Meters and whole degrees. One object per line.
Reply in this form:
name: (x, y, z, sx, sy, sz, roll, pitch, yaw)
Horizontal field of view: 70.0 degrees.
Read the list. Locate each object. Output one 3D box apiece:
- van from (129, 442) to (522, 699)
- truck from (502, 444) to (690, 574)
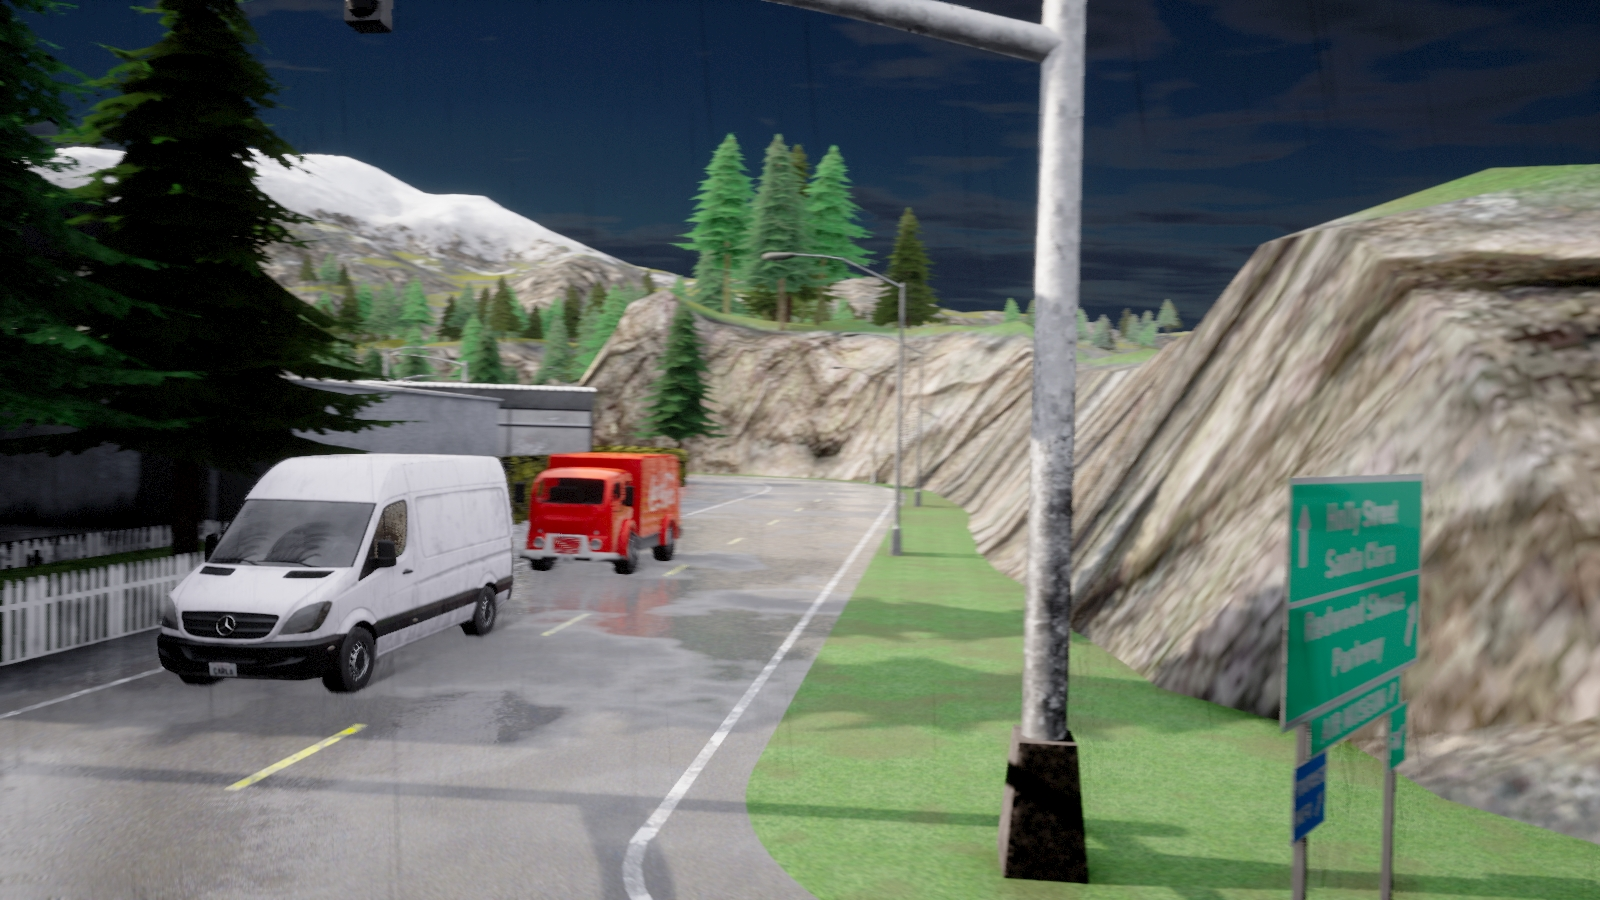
van: (-5.598, 1.207, 14.651, 1.988, 2.561, 5.915, 1, 0, 6)
truck: (-4.314, 1.155, 25.287, 2.627, 2.467, 5.204, 2, 1, 7)
